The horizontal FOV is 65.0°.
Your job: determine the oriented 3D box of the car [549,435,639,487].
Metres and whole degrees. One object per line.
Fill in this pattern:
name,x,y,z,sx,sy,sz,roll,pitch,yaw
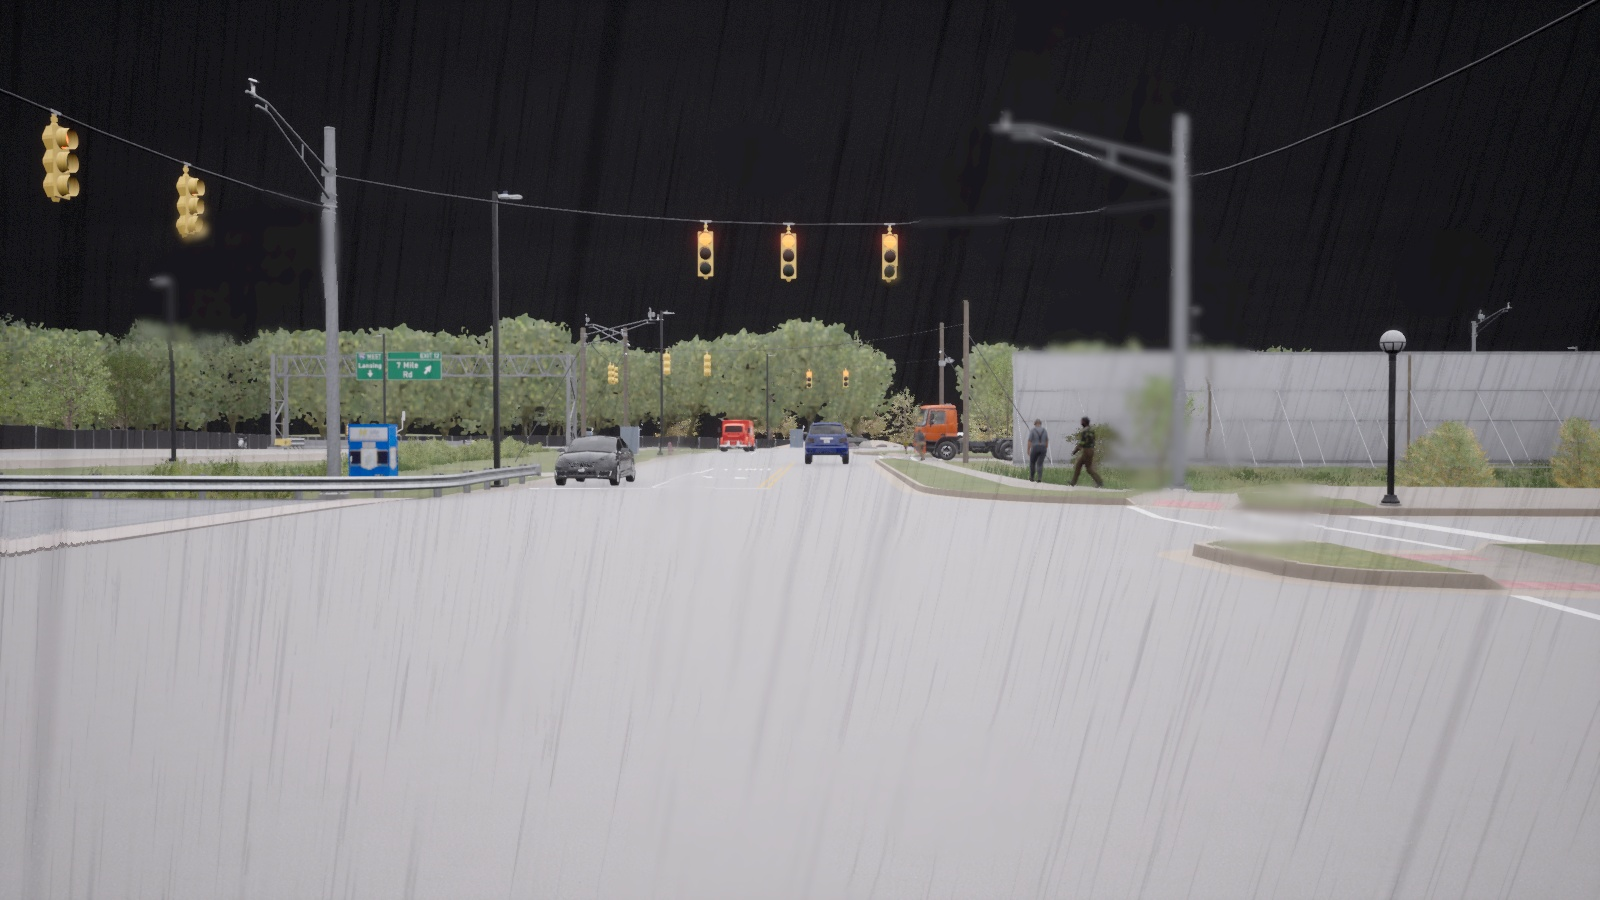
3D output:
car,-6.252,0.292,38.693,1.837,1.490,4.892,0,1,2

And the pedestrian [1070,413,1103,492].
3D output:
pedestrian,7.062,0.048,30.977,0.692,1.930,0.395,1,2,32

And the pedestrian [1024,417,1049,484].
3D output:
pedestrian,6.573,-0.001,34.973,0.540,1.848,0.694,0,2,-2

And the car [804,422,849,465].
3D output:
car,1.359,-0.350,62.966,2.150,2.045,5.566,0,1,2

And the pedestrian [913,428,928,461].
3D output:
pedestrian,6.723,-0.303,70.115,0.540,1.848,0.694,-1,2,-31

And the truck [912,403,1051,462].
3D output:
truck,11.121,-1.089,77.375,7.936,3.462,2.891,1,2,-4

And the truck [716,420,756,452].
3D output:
truck,-4.919,-1.096,97.459,2.627,2.467,5.204,0,1,3
